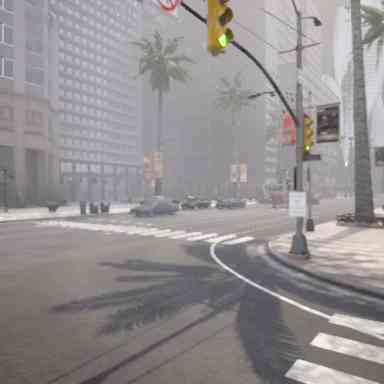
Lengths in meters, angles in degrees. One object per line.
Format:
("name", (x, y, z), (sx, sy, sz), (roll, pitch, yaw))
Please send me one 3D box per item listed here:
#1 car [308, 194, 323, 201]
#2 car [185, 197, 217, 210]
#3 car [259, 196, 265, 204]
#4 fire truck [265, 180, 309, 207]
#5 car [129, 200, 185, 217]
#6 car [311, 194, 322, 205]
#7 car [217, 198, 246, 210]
("car", (30.804, 1.281, 82.666), (2.231, 1.521, 4.892), (0, 0, 36))
("car", (0.574, 1.420, 41.212), (2.161, 1.482, 4.786), (0, 0, 36))
("car", (13.635, 1.215, 58.830), (2.185, 1.767, 4.553), (0, 0, 36))
("fire truck", (14.138, 0.218, 48.314), (2.891, 3.827, 8.468), (0, 0, 37))
("car", (-3.330, 1.479, 30.697), (2.033, 1.411, 5.357), (0, 0, 36))
("car", (19.874, 1.216, 56.203), (2.097, 1.767, 4.553), (0, 0, 36))
("car", (4.941, 1.451, 41.919), (2.033, 1.411, 5.357), (0, 0, 36))
